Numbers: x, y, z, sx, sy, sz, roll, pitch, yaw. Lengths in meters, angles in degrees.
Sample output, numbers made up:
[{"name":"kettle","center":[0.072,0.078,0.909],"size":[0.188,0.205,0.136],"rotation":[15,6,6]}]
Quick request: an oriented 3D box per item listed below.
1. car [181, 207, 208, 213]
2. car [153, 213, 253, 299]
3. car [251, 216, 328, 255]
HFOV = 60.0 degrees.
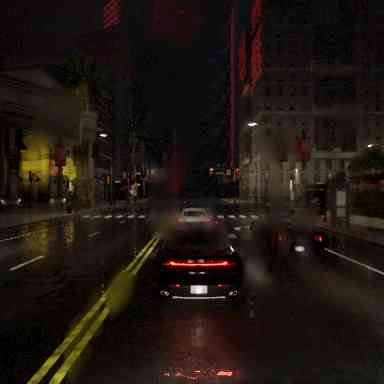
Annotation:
[{"name":"car","center":[0.122,1.525,17.498],"size":[1.812,1.442,4.674],"rotation":[0,0,0]},{"name":"car","center":[0.122,1.505,8.398],"size":[1.837,1.490,4.892],"rotation":[0,0,0]},{"name":"car","center":[3.621,1.601,13.347],"size":[1.895,1.301,4.718],"rotation":[0,0,0]}]
